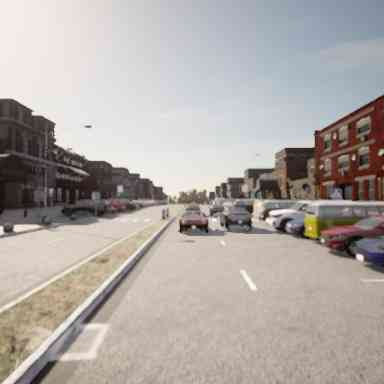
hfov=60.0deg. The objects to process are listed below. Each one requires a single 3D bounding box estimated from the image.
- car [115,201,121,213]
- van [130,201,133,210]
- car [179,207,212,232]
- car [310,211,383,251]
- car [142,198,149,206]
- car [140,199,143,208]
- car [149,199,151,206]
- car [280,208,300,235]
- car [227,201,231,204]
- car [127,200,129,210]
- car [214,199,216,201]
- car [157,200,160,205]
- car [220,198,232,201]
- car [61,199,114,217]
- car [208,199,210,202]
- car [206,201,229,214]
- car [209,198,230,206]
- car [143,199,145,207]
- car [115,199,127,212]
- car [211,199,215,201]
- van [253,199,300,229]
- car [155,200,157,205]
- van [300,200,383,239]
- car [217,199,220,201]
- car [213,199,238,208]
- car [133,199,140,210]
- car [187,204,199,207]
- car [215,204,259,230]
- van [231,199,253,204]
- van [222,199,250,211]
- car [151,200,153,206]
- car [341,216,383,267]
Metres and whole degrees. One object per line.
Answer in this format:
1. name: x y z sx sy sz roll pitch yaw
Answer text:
1. car: -12.860 2.339 46.251 4.792 1.488 2.163 0 -1 0
2. van: -12.957 2.274 57.245 4.442 1.987 1.878 0 -1 0
3. car: 0.112 1.932 22.567 1.895 1.301 4.718 0 -2 0
4. car: 7.653 1.647 13.109 5.008 1.535 2.097 0 -1 0
5. car: -12.804 2.741 73.916 4.892 1.521 2.231 0 -1 0
6. car: -12.640 2.586 62.923 5.366 1.575 1.946 0 -1 0
7. car: -12.796 2.779 76.820 5.008 1.535 2.097 0 -1 0
8. car: 7.653 1.781 18.620 4.674 1.452 2.002 0 -1 0
9. car: 7.638 2.390 48.948 4.792 1.488 2.163 0 -1 0
10. car: -12.854 2.411 51.805 4.892 1.521 2.231 0 -1 0
11. car: 7.648 2.582 71.014 4.553 1.767 2.185 0 -1 0
12. car: -12.722 2.844 93.360 5.566 2.045 2.435 0 -1 0
13. car: 7.640 2.157 51.710 5.566 2.045 2.435 0 -1 0
14. car: -12.947 1.948 40.575 5.566 2.045 2.435 0 -1 0
15. car: 7.659 2.719 87.552 5.566 2.045 2.435 0 -1 0
16. car: 3.121 2.247 41.757 1.837 1.490 4.892 0 -1 0
17. car: 7.663 2.849 93.061 5.566 2.045 2.435 0 -1 0
18. car: -12.806 2.665 68.357 5.008 1.535 2.097 0 -1 0
19. car: -12.903 2.107 48.910 5.566 2.045 2.435 0 -1 0
20. car: 7.652 2.495 73.773 5.566 2.045 2.435 0 -1 0
21. van: 7.538 1.682 26.894 4.442 1.987 1.878 0 -1 0
22. car: -12.943 3.022 90.577 5.366 1.575 1.946 0 -1 0
23. van: 7.764 1.464 15.748 4.442 1.987 1.878 0 -1 0
24. car: 7.860 2.586 62.737 5.366 1.575 1.946 0 -1 0
25. car: 7.710 2.533 76.530 5.566 2.045 2.435 0 -1 0
26. car: -12.802 2.294 60.144 5.566 2.045 2.435 0 -1 0
27. car: 0.123 2.246 41.680 1.837 1.490 4.892 0 -1 0
28. car: 3.103 1.835 24.052 2.128 1.511 4.902 0 -2 -1
29. van: 7.780 2.031 43.435 4.442 1.987 1.878 0 -1 0
30. van: 7.554 2.276 57.226 4.442 1.987 1.878 0 -1 0
31. car: -12.962 2.857 82.376 5.366 1.575 1.946 0 -1 0
32. car: 7.616 1.634 10.354 4.792 1.488 2.163 0 -1 0
